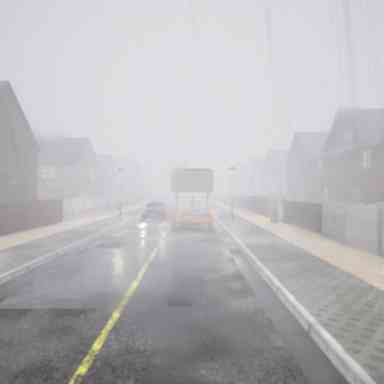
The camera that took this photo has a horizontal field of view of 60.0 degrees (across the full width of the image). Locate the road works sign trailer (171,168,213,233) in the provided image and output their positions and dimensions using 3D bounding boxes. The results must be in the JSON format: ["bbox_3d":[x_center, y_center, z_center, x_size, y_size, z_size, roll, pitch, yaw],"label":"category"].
[{"bbox_3d":[0.010,0.409,19.143,2.380,3.560,2.880,0,0,0],"label":"road works sign trailer"}]

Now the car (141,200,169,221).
[{"bbox_3d":[-2.841,1.438,26.255,1.837,1.490,4.892,0,0,0],"label":"car"}]

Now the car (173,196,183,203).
[{"bbox_3d":[-2.734,1.475,68.322,1.882,1.535,5.008,0,0,0],"label":"car"}]
